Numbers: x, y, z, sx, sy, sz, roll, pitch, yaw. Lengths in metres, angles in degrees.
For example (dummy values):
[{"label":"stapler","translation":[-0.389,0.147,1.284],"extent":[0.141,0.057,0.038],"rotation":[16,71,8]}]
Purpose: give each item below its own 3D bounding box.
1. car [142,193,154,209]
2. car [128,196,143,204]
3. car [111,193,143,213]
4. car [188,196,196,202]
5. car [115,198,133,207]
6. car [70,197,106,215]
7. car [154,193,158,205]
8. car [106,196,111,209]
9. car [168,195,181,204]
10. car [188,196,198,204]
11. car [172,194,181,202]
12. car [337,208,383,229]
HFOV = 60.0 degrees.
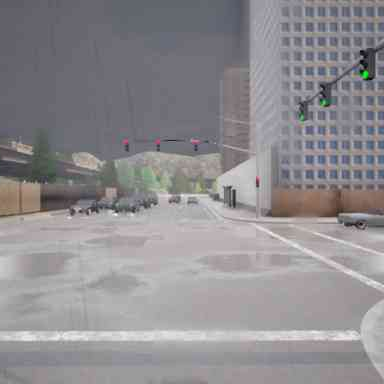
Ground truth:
[{"label":"car","translation":[-7.078,1.214,46.200],"extent":[2.150,2.045,5.566],"rotation":[0,0,0]},{"label":"car","translation":[-10.551,1.468,62.126],"extent":[1.882,1.535,5.008],"rotation":[0,0,0]},{"label":"car","translation":[-7.083,1.346,36.764],"extent":[2.097,1.767,4.553],"rotation":[0,0,0]},{"label":"car","translation":[0.010,1.583,74.828],"extent":[1.895,1.301,4.718],"rotation":[0,0,0]},{"label":"car","translation":[-10.581,1.592,51.907],"extent":[1.895,1.301,4.718],"rotation":[0,0,0]},{"label":"car","translation":[-10.599,1.486,33.217],"extent":[2.128,1.511,4.902],"rotation":[0,0,1]},{"label":"car","translation":[-7.057,1.212,56.929],"extent":[2.150,2.045,5.566],"rotation":[0,0,0]},{"label":"car","translation":[-10.586,1.345,42.113],"extent":[2.097,1.767,4.553],"rotation":[0,0,0]},{"label":"car","translation":[-3.492,1.590,64.256],"extent":[1.895,1.301,4.718],"rotation":[0,0,0]},{"label":"car","translation":[0.104,1.591,63.171],"extent":[1.895,1.301,4.718],"rotation":[0,0,0]},{"label":"car","translation":[-3.491,1.293,74.449],"extent":[1.882,1.535,5.008],"rotation":[0,0,0]},{"label":"car","translation":[11.856,1.653,21.162],"extent":[4.718,1.301,1.895],"rotation":[0,0,0]}]
